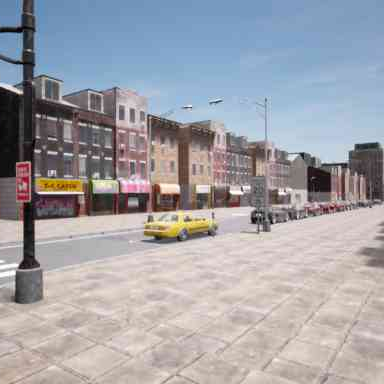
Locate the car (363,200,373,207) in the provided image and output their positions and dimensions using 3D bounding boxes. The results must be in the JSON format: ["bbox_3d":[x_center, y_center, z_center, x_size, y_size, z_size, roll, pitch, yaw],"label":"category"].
[{"bbox_3d":[32.107,2.145,62.605,2.008,1.369,4.403,-1,-1,35],"label":"car"}]

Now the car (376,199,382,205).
[{"bbox_3d":[45.131,2.458,80.951,2.008,1.369,4.403,-2,-2,35],"label":"car"}]

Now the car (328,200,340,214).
[{"bbox_3d":[15.824,1.833,39.668,1.887,1.381,4.507,-1,-1,35],"label":"car"}]

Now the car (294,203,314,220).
[{"bbox_3d":[9.311,1.741,30.494,2.008,1.369,4.403,-1,-1,35],"label":"car"}]

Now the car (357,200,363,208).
[{"bbox_3d":[25.593,2.011,53.430,2.008,1.369,4.403,-1,-1,35],"label":"car"}]

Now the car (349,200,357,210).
[{"bbox_3d":[22.337,1.950,48.843,2.008,1.369,4.403,-1,-1,35],"label":"car"}]

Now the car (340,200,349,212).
[{"bbox_3d":[19.079,1.782,44.257,1.967,1.590,4.097,-1,-1,35],"label":"car"}]

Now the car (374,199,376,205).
[{"bbox_3d":[35.362,2.210,67.191,1.887,1.381,4.507,-1,-2,35],"label":"car"}]

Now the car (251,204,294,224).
[{"bbox_3d":[6.055,1.713,25.906,1.947,1.339,4.313,-1,-1,35],"label":"car"}]

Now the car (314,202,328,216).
[{"bbox_3d":[12.568,1.819,35.080,1.802,1.307,4.206,-1,-1,35],"label":"car"}]

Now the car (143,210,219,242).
[{"bbox_3d":[-0.360,1.597,16.870,1.752,1.417,4.829,-1,-1,35],"label":"car"}]
